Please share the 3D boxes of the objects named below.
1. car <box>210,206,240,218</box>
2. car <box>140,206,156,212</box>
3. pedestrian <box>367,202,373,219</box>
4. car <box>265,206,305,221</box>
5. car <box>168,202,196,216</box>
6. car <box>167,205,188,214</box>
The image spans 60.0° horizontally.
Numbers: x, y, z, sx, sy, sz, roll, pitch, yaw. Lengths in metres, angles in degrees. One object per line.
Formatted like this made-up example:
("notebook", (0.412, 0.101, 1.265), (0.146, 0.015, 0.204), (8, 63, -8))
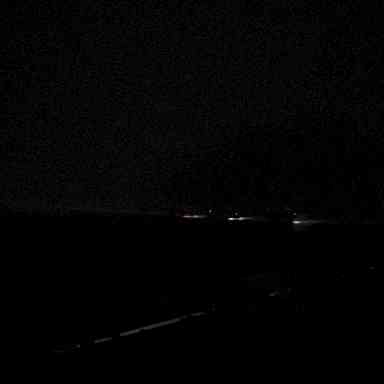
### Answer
("car", (4.253, 2.581, 43.755), (1.837, 1.490, 4.892), (1, -2, -33))
("car", (-9.506, 3.644, 71.363), (1.895, 1.301, 4.718), (1, -2, -33))
("pedestrian", (18.892, 1.917, 35.268), (0.375, 1.860, 0.375), (-2, 1, -33))
("car", (9.774, 2.259, 35.319), (1.812, 1.442, 4.674), (1, -2, -33))
("car", (-1.606, 2.644, 52.736), (2.150, 2.045, 5.566), (1, -2, -33))
("car", (-2.713, 3.216, 61.151), (1.812, 1.442, 4.674), (1, -2, -33))
